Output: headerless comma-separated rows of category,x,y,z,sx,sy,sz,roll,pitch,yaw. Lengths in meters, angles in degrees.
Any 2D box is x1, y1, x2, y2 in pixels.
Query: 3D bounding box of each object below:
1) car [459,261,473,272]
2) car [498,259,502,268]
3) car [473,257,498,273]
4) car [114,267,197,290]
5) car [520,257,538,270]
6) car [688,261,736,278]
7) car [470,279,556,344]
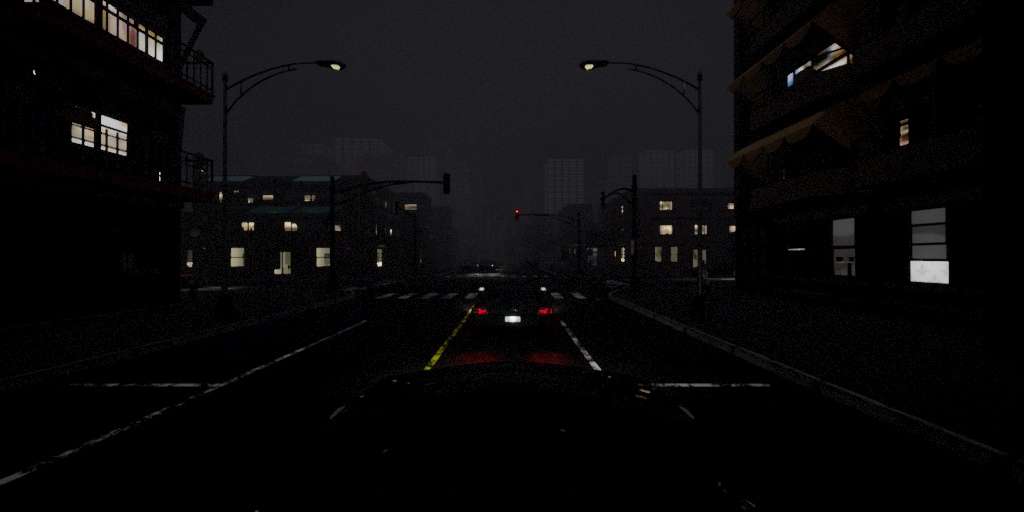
car,-5.738,1.316,46.525,1.888,1.381,4.507,0,0,0
car,-3.040,1.331,57.246,2.033,1.411,5.357,0,0,0
car,-3.062,1.119,42.694,2.097,1.767,4.553,0,0,0
car,-24.930,1.505,25.058,5.008,1.535,1.882,-1,0,0
car,2.735,1.091,52.039,2.192,1.841,5.009,0,0,0
car,17.522,1.113,30.832,4.313,1.339,1.948,0,0,0
car,0.016,1.315,9.647,1.994,1.385,4.181,0,0,0
